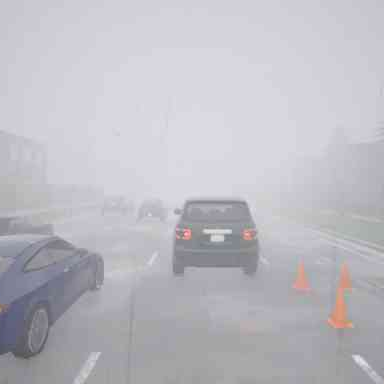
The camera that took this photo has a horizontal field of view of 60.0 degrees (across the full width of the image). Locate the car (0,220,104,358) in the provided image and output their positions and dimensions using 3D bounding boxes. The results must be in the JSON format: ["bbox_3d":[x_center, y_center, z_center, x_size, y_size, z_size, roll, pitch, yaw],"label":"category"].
[{"bbox_3d":[-2.940,1.453,5.749,1.812,1.442,4.674,0,1,0],"label":"car"}]

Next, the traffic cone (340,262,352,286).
[{"bbox_3d":[3.487,1.886,7.543,0.340,0.580,0.340,0,1,0],"label":"traffic cone"}]

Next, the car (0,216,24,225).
[{"bbox_3d":[-6.392,1.460,11.099,1.895,1.301,4.718,0,1,0],"label":"car"}]

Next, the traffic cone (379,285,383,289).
[{"bbox_3d":[4.487,1.890,7.534,0.340,0.580,0.340,0,1,0],"label":"traffic cone"}]

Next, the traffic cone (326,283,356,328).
[{"bbox_3d":[2.469,1.904,5.552,0.340,0.580,0.340,0,1,0],"label":"traffic cone"}]

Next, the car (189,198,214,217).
[{"bbox_3d":[0.753,1.268,28.115,1.994,1.385,4.181,0,1,1],"label":"car"}]

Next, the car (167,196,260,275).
[{"bbox_3d":[0.600,1.114,10.194,2.150,2.045,5.566,0,1,0],"label":"car"}]

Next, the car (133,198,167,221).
[{"bbox_3d":[-2.778,1.235,24.484,1.837,1.490,4.892,0,1,0],"label":"car"}]

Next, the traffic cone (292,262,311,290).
[{"bbox_3d":[2.487,1.883,7.551,0.340,0.580,0.340,0,1,0],"label":"traffic cone"}]

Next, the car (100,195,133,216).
[{"bbox_3d":[-6.243,1.028,28.416,2.097,1.767,4.553,0,0,1],"label":"car"}]
